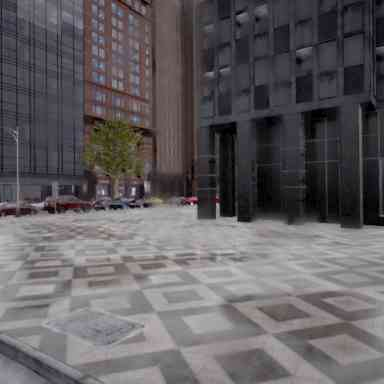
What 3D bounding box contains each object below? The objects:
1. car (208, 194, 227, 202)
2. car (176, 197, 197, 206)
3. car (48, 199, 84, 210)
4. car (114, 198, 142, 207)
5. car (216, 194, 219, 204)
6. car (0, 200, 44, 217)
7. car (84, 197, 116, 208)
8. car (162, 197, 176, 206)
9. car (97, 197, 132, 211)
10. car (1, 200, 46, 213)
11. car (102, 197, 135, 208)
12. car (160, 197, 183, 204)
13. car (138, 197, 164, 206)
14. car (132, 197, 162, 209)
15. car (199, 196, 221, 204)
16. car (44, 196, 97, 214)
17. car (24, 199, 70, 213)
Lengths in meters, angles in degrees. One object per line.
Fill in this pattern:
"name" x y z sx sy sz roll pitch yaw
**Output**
"car" 5.833 1.295 76.433 2.192 1.841 5.009 -1 0 35
"car" 0.016 1.461 53.024 1.887 1.381 4.507 -1 0 35
"car" -16.612 1.641 43.960 1.802 1.307 4.206 -1 0 35
"car" -10.199 1.611 53.237 1.802 1.307 4.206 -1 0 35
"car" 3.221 1.221 57.664 2.192 1.841 5.009 -1 0 35
"car" -16.015 1.575 29.832 1.802 1.307 4.206 -1 0 35
"car" -13.407 1.483 48.598 1.967 1.590 4.097 -1 0 35
"car" -1.992 1.494 54.717 2.033 1.411 5.357 -1 0 35
"car" -9.602 1.524 39.109 1.947 1.339 4.313 -1 0 35
"car" -19.819 1.641 39.321 1.947 1.339 4.313 -1 0 35
"car" -10.486 1.533 47.960 1.812 1.442 4.674 -1 0 35
"car" -3.785 1.573 62.516 1.947 1.339 4.313 -1 0 35
"car" -7.089 1.543 57.736 1.752 1.417 4.829 -1 0 35
"car" -6.396 1.508 43.747 1.947 1.339 4.313 -1 0 35
"car" 3.436 1.456 62.662 1.812 1.442 4.674 -1 0 35
"car" -12.811 1.289 34.472 2.192 1.841 5.009 -1 0 35
"car" -16.792 1.564 38.855 1.812 1.442 4.674 -1 0 35
